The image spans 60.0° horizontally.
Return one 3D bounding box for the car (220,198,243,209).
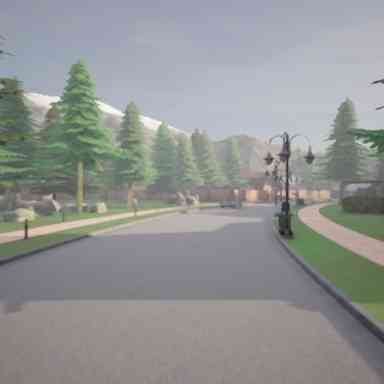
[{"bbox_3d":[5.009,1.494,42.350,1.895,1.301,4.718,0,0,22],"label":"car"}]
